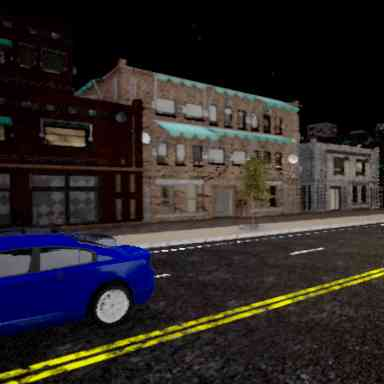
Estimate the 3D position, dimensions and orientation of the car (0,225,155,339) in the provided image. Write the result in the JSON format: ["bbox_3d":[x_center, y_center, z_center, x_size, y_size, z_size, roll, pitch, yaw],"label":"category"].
[{"bbox_3d":[-3.035,1.488,5.501,5.008,1.535,1.882,0,0,-35],"label":"car"}]

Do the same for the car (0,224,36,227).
[{"bbox_3d":[-4.535,1.562,8.424,5.357,1.411,2.033,0,0,-35],"label":"car"}]
